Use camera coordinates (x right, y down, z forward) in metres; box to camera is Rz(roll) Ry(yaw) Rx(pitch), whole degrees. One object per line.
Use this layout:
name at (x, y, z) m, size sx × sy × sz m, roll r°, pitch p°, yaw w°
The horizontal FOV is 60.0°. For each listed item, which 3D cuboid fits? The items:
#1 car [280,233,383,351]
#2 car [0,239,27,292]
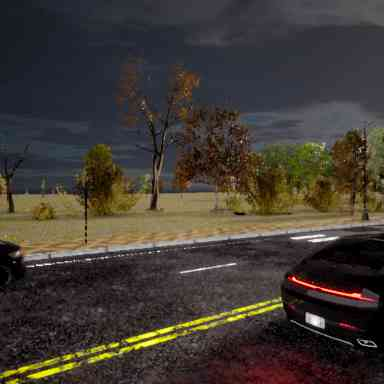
car at (3.678, 1.504, 5.907) m, size 4.892 × 1.490 × 1.837 m, roll 0°, pitch 0°, yaw -34°
car at (-5.995, 1.564, 7.351) m, size 4.181 × 1.385 × 1.994 m, roll 0°, pitch 0°, yaw -35°
